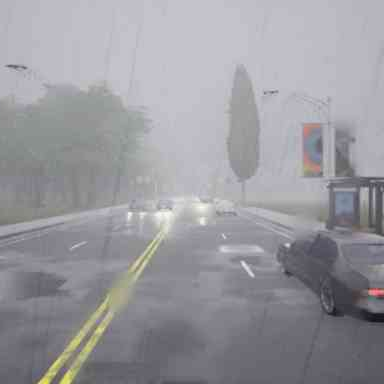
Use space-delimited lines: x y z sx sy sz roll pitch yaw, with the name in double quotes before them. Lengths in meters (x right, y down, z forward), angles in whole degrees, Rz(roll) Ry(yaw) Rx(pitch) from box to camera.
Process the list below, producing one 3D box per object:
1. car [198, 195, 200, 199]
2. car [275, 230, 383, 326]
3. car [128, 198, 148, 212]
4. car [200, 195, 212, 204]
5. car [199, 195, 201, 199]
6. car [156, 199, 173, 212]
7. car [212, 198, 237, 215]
"car" 3.301 1.688 88.004 1.812 1.442 4.674 0 0 0
"car" 3.356 1.560 7.429 2.033 1.411 5.357 0 0 0
"car" -6.556 1.577 40.767 1.837 1.490 4.892 0 0 0
"car" 3.288 1.612 66.004 2.128 1.511 4.902 0 0 0
"car" 3.294 1.705 77.004 1.994 1.385 4.181 0 0 0
"car" -3.306 1.564 40.739 2.128 1.511 4.902 0 0 0
"car" 3.369 1.585 34.257 1.812 1.442 4.674 0 0 0
